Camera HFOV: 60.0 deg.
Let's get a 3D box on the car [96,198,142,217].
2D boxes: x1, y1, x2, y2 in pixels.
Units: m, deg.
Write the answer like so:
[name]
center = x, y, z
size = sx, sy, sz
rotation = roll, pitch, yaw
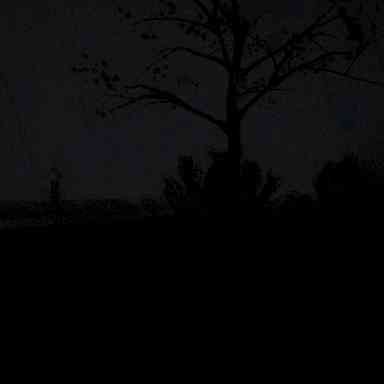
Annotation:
[car]
center = -6.649, 1.408, 30.572
size = 2.097, 1.767, 4.553
rotation = 0, 0, 35
